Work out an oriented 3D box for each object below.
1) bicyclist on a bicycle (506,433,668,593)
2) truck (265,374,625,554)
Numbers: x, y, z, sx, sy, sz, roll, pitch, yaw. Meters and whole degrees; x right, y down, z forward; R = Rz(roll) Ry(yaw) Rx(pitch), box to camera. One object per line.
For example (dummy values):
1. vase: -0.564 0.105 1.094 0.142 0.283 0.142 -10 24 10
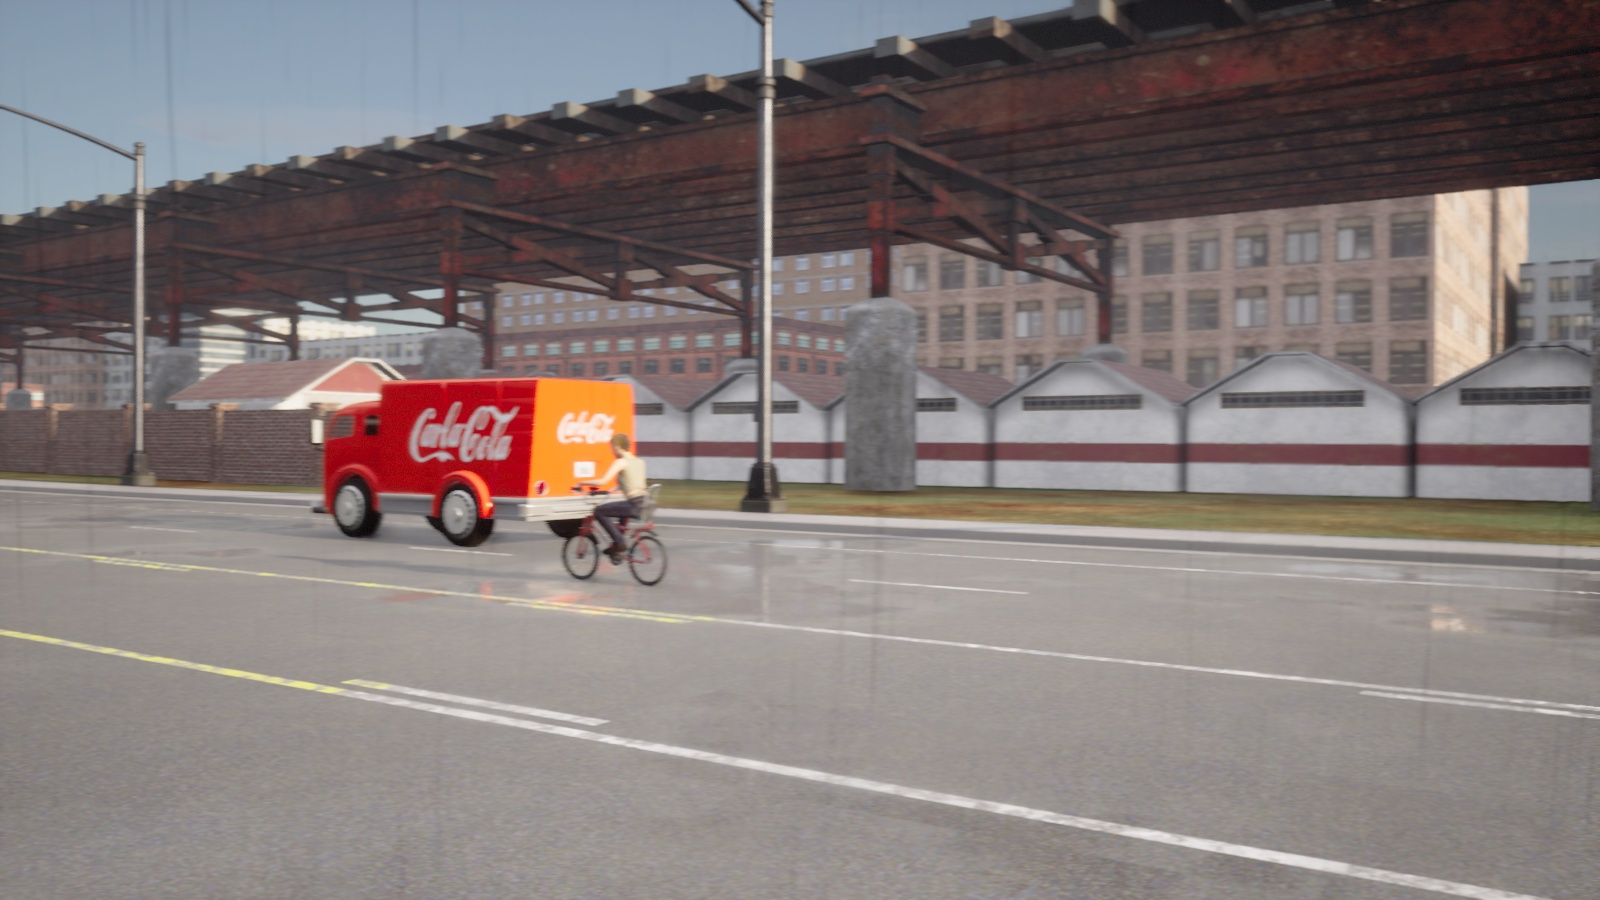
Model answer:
1. bicyclist on a bicycle: -2.271 0.630 13.382 1.509 1.612 0.866 0 0 33
2. truck: -5.607 0.182 19.683 5.204 2.467 2.627 0 0 33
